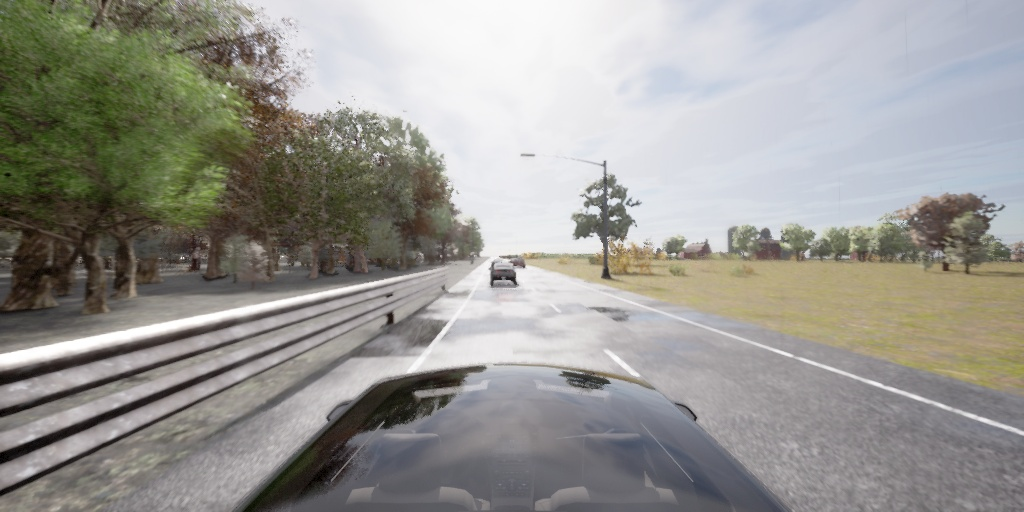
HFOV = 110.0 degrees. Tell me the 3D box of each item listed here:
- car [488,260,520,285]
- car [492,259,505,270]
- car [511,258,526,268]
[{"bbox_3d":[-0.668,1.257,26.491,1.837,1.490,4.892,0,0,-3],"label":"car"},{"bbox_3d":[-2.022,1.256,52.533,1.837,1.490,4.892,0,0,-3],"label":"car"},{"bbox_3d":[1.052,1.085,58.872,2.097,1.767,4.553,0,0,-3],"label":"car"}]
